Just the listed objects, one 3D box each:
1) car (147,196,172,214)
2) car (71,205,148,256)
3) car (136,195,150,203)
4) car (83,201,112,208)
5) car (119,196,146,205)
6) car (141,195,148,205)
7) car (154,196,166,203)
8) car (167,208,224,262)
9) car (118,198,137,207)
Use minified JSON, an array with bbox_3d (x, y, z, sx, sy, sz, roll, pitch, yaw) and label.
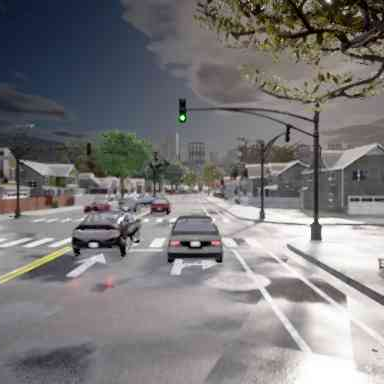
[{"bbox_3d":[-3.161,1.459,34.664,1.882,1.535,5.008,0,0,0],"label":"car"},{"bbox_3d":[-3.157,1.489,13.106,2.128,1.511,4.902,0,0,0],"label":"car"},{"bbox_3d":[-9.775,1.439,66.615,2.128,1.511,4.902,0,0,0],"label":"car"},{"bbox_3d":[-9.856,1.582,34.930,1.895,1.301,4.718,0,0,0],"label":"car"},{"bbox_3d":[-6.605,1.472,35.660,2.128,1.511,4.902,0,0,0],"label":"car"},{"bbox_3d":[-6.592,1.439,50.373,1.882,1.535,5.008,0,0,0],"label":"car"},{"bbox_3d":[-6.523,1.522,67.648,1.994,1.385,4.181,0,0,0],"label":"car"},{"bbox_3d":[0.097,1.546,12.113,2.033,1.411,5.357,0,0,0],"label":"car"},{"bbox_3d":[-9.837,1.561,51.011,1.895,1.301,4.718,0,0,0],"label":"car"}]
